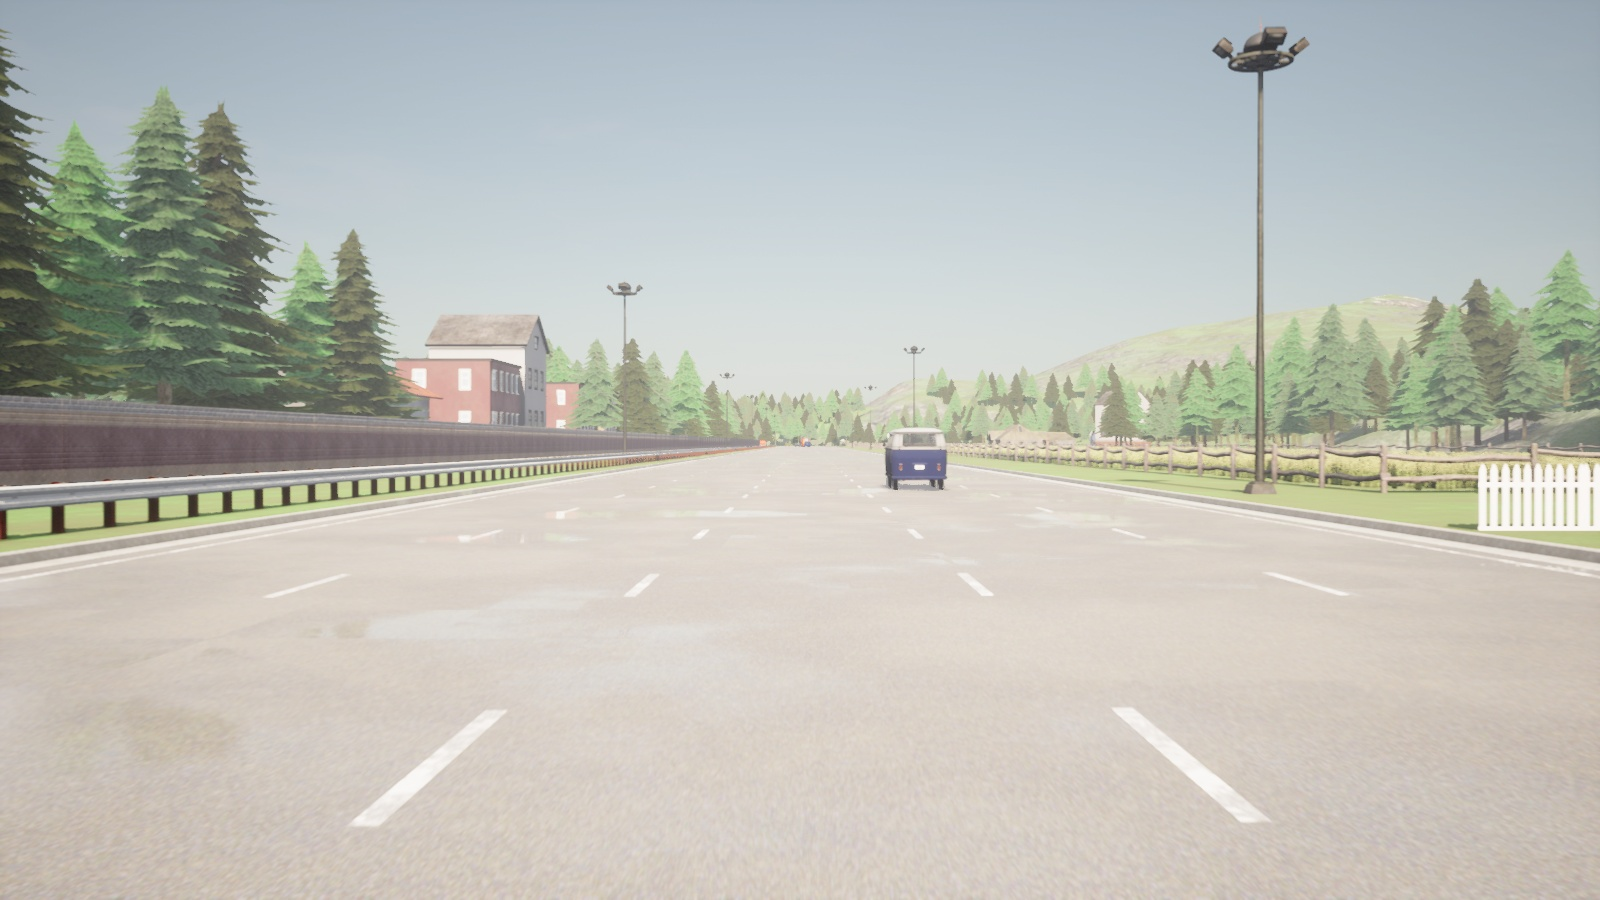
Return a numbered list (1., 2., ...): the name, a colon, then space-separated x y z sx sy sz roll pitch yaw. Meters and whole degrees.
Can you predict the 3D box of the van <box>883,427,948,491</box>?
1. van: 3.755 0.268 41.496 1.775 1.987 4.442 0 0 0
